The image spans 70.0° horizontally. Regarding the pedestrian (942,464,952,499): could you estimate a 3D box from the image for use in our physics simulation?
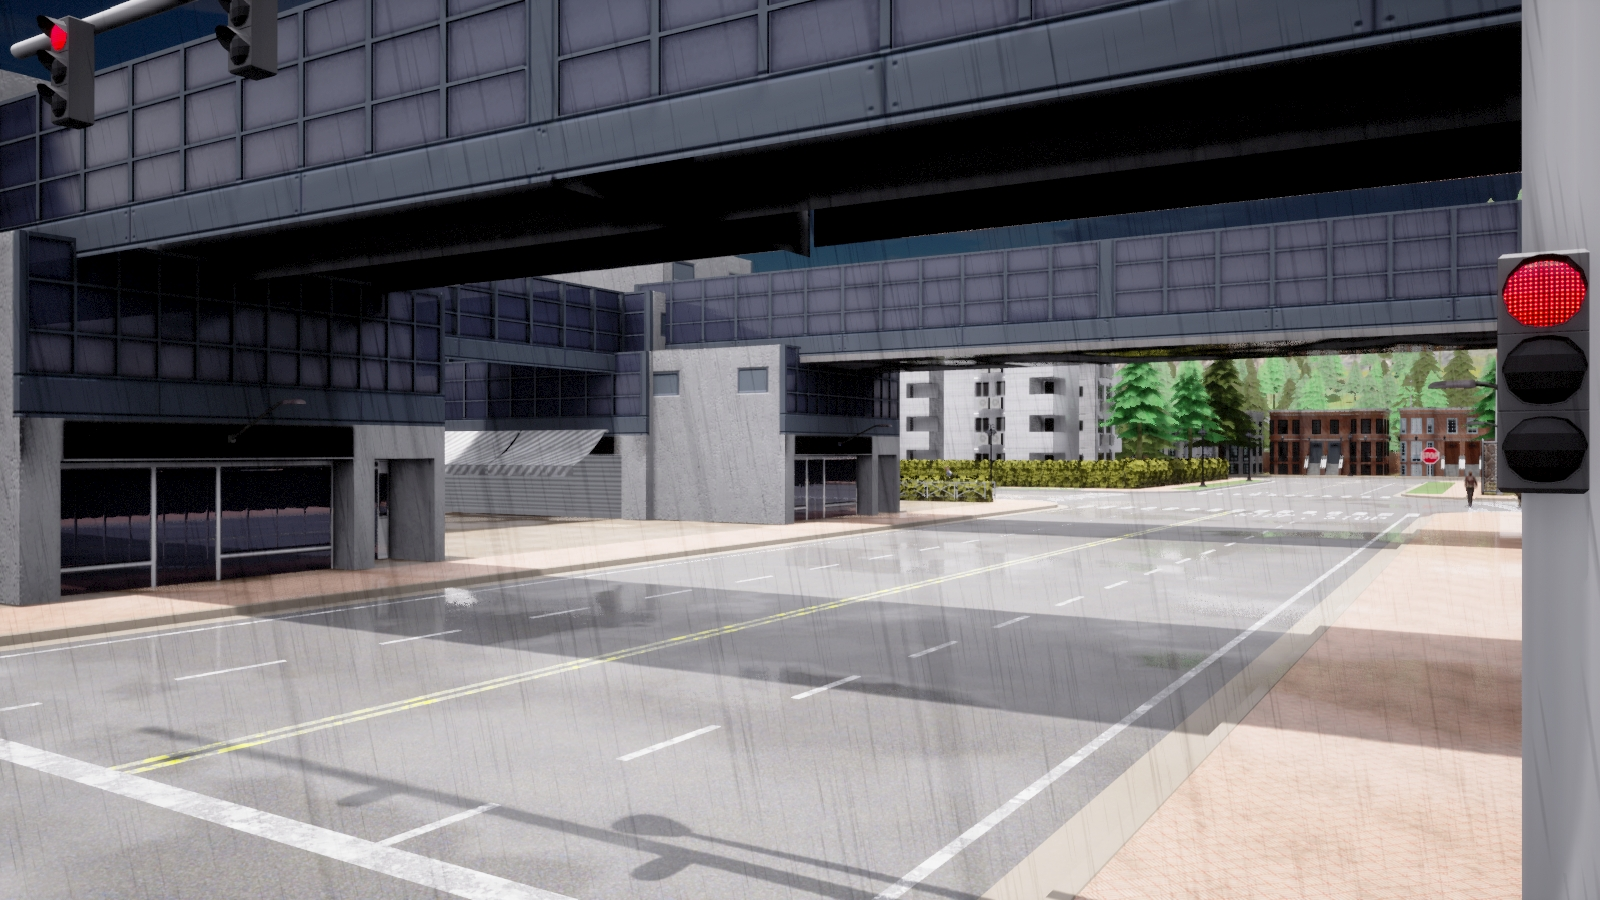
[{"bbox_3d":[7.847,1.696,60.973,0.375,1.860,0.375,0,0,31],"label":"pedestrian"}]

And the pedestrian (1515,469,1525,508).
[{"bbox_3d":[34.374,1.848,54.559,0.375,1.860,0.375,0,0,28],"label":"pedestrian"}]

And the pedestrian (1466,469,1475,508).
[{"bbox_3d":[32.342,1.849,55.129,0.375,1.860,0.375,0,0,32],"label":"pedestrian"}]
